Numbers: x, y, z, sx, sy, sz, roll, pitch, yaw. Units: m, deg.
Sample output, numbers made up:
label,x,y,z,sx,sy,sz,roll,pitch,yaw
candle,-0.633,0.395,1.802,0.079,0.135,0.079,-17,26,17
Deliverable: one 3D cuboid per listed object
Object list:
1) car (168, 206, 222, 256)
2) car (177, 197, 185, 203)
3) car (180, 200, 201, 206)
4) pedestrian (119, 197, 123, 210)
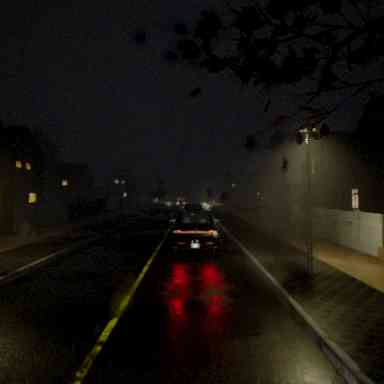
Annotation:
label,x,y,z,sx,sy,sz,roll,pitch,yaw
car,0.107,1.522,13.181,2.128,1.511,4.902,0,0,0
car,-2.704,1.883,83.715,1.882,1.535,5.008,0,0,0
car,0.114,1.634,26.768,1.994,1.385,4.181,0,0,0
pedestrian,-9.789,1.508,45.734,0.375,1.860,0.375,0,-3,-1
